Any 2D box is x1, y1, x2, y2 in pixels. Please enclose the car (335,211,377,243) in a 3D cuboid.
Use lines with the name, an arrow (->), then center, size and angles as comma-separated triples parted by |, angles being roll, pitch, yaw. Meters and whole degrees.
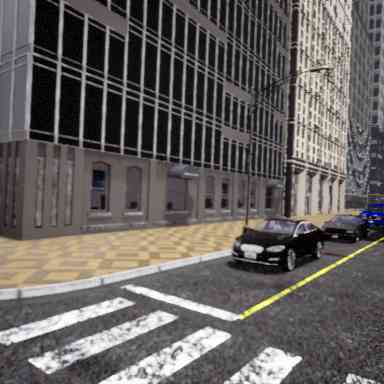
car -> 9.180, 2.043, 19.691 | 2.033, 1.411, 5.357 | 2, -1, 37

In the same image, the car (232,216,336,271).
car -> 3.218, 1.689, 11.829 | 2.128, 1.511, 4.902 | 2, 0, 37

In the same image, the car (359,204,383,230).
car -> 15.661, 2.040, 28.200 | 2.150, 2.045, 5.566 | 2, -1, 37
